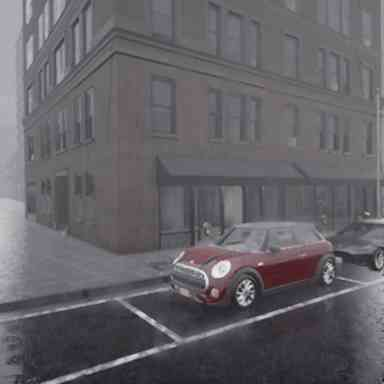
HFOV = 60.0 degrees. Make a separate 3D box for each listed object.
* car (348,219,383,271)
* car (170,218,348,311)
[{"bbox_3d":[5.967,1.586,10.903,4.313,1.339,1.947,0,-1,-35],"label":"car"},{"bbox_3d":[1.481,1.450,7.712,4.097,1.590,1.967,0,-1,-35],"label":"car"}]
